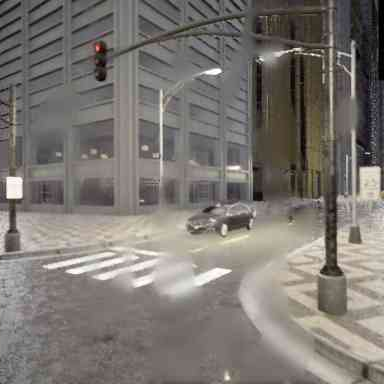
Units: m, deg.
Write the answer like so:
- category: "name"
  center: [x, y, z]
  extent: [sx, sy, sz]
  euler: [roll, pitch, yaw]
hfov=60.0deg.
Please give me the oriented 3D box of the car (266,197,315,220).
- category: "car"
  center: [7.045, 1.126, 24.428]
  extent: [2.128, 1.511, 4.902]
  euler: [0, 1, 35]

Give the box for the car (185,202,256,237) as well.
- category: "car"
  center: [1.577, 1.300, 16.782]
  extent: [1.837, 1.490, 4.892]
  euler: [0, 1, 36]

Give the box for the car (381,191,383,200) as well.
- category: "car"
  center: [31.197, 0.508, 52.700]
  extent: [1.882, 1.535, 5.008]
  euler: [0, 1, 36]

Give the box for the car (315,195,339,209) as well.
- category: "car"
  center: [13.230, 0.986, 33.062]
  extent: [1.812, 1.442, 4.674]
  euler: [0, 1, 36]
